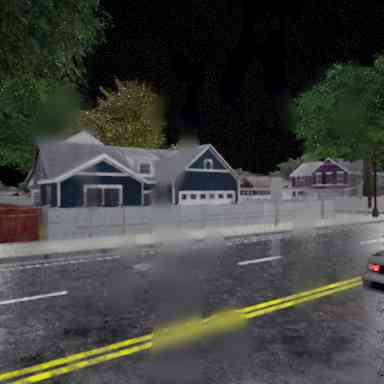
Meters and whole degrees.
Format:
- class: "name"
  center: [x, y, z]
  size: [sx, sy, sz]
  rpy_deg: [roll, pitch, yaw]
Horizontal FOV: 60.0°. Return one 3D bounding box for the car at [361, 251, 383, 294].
- class: "car"
  center: [6.015, 1.571, 7.614]
  size: [5.357, 1.411, 2.033]
  rpy_deg: [0, 0, -35]
